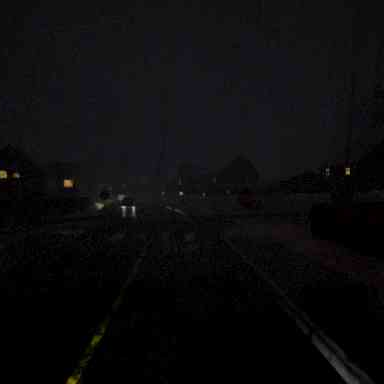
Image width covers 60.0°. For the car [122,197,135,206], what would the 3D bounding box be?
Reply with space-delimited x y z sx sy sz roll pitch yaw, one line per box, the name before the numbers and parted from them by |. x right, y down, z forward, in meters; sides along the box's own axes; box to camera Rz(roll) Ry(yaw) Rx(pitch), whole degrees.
car | -10.321 1.552 53.888 1.837 1.490 4.892 0 2 -16
